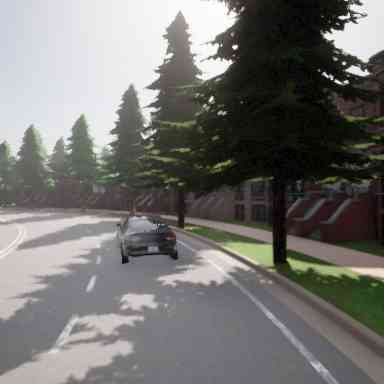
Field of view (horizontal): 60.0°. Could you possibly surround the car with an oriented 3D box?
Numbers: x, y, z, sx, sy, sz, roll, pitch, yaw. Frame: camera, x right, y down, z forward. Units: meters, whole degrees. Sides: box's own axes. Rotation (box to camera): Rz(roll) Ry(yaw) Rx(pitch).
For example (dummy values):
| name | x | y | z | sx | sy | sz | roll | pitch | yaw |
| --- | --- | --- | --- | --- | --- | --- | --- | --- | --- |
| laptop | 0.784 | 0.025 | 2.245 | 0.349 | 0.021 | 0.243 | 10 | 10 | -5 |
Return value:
| name | x | y | z | sx | sy | sz | roll | pitch | yaw |
| --- | --- | --- | --- | --- | --- | --- | --- | --- | --- |
| car | -1.740 | 1.551 | 12.166 | 1.812 | 1.442 | 4.674 | 0 | 0 | -15 |
